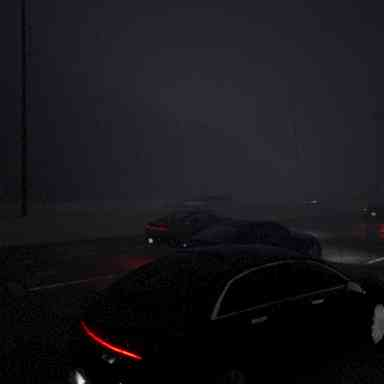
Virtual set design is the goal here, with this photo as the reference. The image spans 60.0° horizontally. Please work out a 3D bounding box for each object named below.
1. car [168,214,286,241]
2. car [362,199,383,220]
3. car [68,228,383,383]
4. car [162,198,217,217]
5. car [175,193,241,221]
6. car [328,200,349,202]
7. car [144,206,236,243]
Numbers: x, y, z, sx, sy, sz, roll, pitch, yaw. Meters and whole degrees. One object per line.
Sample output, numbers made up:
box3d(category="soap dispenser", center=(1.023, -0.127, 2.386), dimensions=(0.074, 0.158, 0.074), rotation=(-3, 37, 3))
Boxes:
box3d(category="car", center=(1.836, 1.490, 9.630), dimensions=(4.674, 1.442, 1.812), rotation=(0, 0, -37))
box3d(category="car", center=(14.470, 1.372, 25.004), dimensions=(4.674, 1.442, 1.812), rotation=(0, 0, -43))
box3d(category="car", center=(0.908, 1.488, 4.536), dimensions=(4.892, 1.490, 1.837), rotation=(0, 0, -36))
box3d(category="car", center=(-0.143, 1.409, 30.911), dimensions=(4.902, 1.511, 2.128), rotation=(0, 0, -41))
box3d(category="car", center=(1.422, 1.139, 27.606), dimensions=(5.566, 2.045, 2.150), rotation=(0, 0, -41))
box3d(category="car", center=(26.782, 0.899, 59.651), dimensions=(2.150, 2.045, 5.566), rotation=(0, 1, 37))
box3d(category="car", center=(0.485, 1.454, 13.017), dimensions=(4.902, 1.511, 2.128), rotation=(0, 0, -38))
